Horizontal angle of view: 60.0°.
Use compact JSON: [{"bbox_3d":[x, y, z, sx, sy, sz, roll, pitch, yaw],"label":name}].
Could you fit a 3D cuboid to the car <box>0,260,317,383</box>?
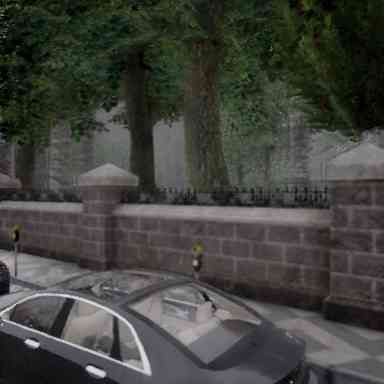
[{"bbox_3d":[-0.971,1.558,3.653,4.403,1.369,2.008,0,0,35],"label":"car"}]
